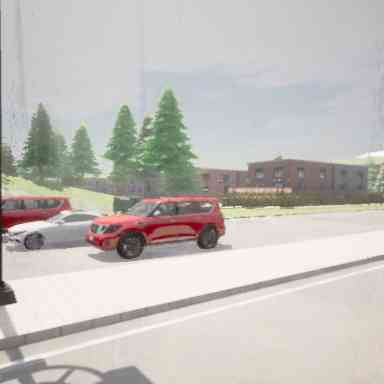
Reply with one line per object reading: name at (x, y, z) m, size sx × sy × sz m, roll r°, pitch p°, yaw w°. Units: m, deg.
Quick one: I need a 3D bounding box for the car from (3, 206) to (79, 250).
car at (-5.267, 1.528, 14.343) m, size 4.674 × 1.442 × 1.812 m, roll 0°, pitch 0°, yaw -35°

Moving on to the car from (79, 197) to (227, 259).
car at (-1.175, 1.228, 12.953) m, size 5.566 × 2.045 × 2.150 m, roll 0°, pitch 0°, yaw -35°

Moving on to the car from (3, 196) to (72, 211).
car at (-8.582, 1.220, 16.288) m, size 5.566 × 2.045 × 2.150 m, roll 0°, pitch 0°, yaw -35°
